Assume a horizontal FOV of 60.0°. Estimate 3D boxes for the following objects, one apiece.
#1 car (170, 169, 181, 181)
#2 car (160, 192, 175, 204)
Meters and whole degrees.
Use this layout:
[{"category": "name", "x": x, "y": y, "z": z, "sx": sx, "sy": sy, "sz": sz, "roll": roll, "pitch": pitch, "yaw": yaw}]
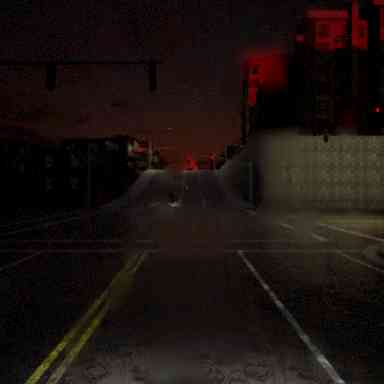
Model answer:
[{"category": "car", "x": -3.520, "y": -3.768, "z": 72.340, "sx": 2.150, "sy": 2.045, "sz": 5.566, "roll": 0, "pitch": 13, "yaw": 0}, {"category": "car", "x": -3.513, "y": 0.872, "z": 48.113, "sx": 1.837, "sy": 1.490, "sz": 4.892, "roll": 0, "pitch": 7, "yaw": 0}]
